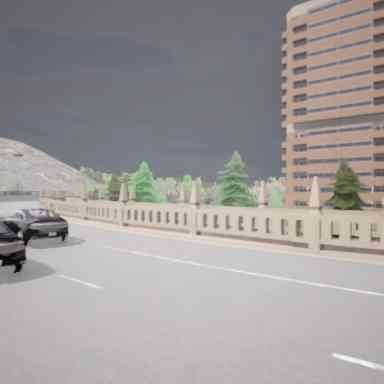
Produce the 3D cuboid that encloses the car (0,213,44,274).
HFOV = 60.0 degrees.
[{"bbox_3d":[-6.488,1.500,9.583,4.902,1.511,2.128,0,0,42],"label":"car"}]

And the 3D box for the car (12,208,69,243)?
[{"bbox_3d":[-7.427,1.509,15.348,2.128,1.511,4.902,0,0,-45],"label":"car"}]
